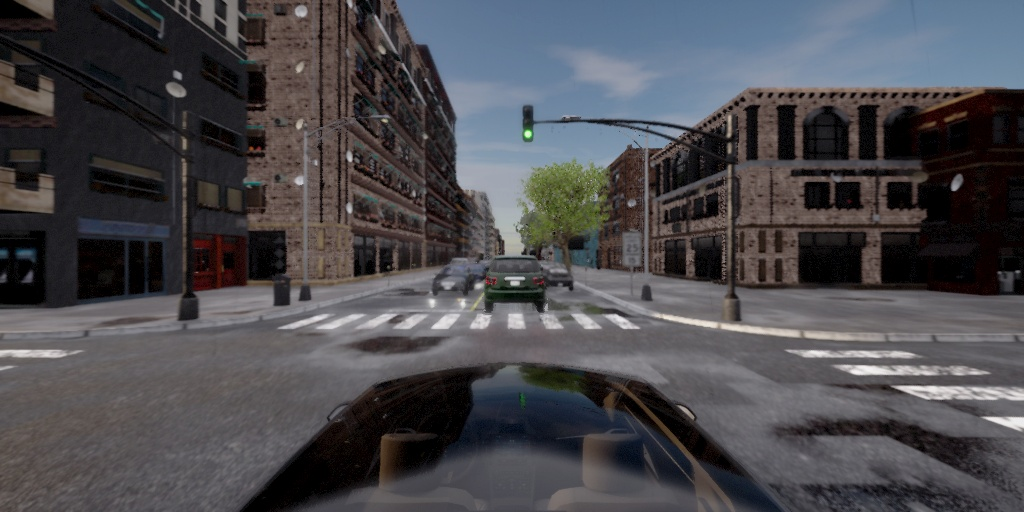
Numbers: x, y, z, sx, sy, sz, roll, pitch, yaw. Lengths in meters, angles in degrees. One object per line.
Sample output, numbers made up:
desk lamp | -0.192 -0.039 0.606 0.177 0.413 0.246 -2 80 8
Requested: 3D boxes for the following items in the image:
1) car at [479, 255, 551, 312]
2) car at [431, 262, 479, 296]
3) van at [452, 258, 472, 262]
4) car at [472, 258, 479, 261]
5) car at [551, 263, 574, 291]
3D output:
car | 0.097 0.990 14.430 2.150 2.045 5.566 0 0 0
car | -3.093 1.270 19.727 2.128 1.511 4.902 0 0 0
van | -5.700 1.158 39.062 1.690 1.789 3.998 0 0 0
car | -3.077 1.171 39.866 2.097 1.767 4.553 0 0 0
car | 2.686 1.333 21.972 2.007 1.370 4.403 0 0 0
